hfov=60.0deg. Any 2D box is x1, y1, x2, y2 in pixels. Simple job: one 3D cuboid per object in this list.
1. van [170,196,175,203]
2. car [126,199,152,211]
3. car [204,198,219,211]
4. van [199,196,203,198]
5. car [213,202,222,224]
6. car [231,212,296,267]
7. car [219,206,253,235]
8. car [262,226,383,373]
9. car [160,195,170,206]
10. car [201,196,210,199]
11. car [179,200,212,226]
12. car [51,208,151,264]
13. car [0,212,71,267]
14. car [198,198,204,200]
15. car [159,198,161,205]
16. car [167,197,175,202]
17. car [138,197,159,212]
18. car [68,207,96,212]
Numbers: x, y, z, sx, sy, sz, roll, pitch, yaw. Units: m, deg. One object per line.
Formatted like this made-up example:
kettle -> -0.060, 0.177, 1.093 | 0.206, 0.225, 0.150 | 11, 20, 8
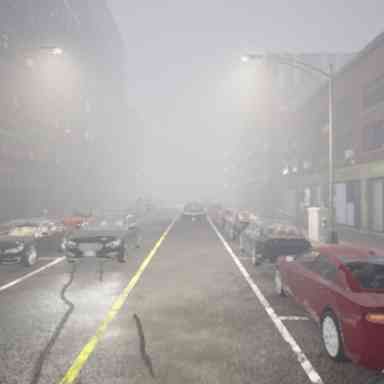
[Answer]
van -> -5.668, 1.714, 79.548 | 1.690, 1.788, 3.998 | 1, 0, 0
car -> -5.676, 1.719, 34.180 | 2.008, 1.369, 4.403 | 1, 0, 0
car -> 2.704, 1.740, 39.782 | 1.887, 1.381, 4.507 | 1, 0, 0
van -> 2.677, 1.639, 62.465 | 1.690, 1.788, 3.998 | 1, 0, 0
car -> 2.703, 1.659, 22.771 | 1.887, 1.381, 4.507 | 1, 0, 0
car -> 2.701, 1.610, 11.430 | 2.008, 1.369, 4.403 | 1, 0, 0
car -> 2.702, 1.638, 17.100 | 2.008, 1.369, 4.403 | 1, 0, 0
car -> 2.701, 1.575, 5.759 | 1.887, 1.381, 4.507 | 1, 0, 0
car -> -5.671, 1.738, 62.535 | 1.967, 1.590, 4.097 | 1, 0, 0
car -> 2.695, 1.773, 51.293 | 1.752, 1.417, 4.829 | 1, 0, 0
car -> 0.102, 1.613, 24.259 | 2.128, 1.511, 4.902 | 0, 0, 0
car -> -3.000, 1.554, 12.197 | 2.128, 1.511, 4.902 | 0, 0, 0
car -> -5.679, 1.610, 11.496 | 2.008, 1.369, 4.403 | 1, 0, 0
car -> 0.102, 1.765, 41.100 | 1.994, 1.385, 4.181 | 0, 0, 0
car -> -5.676, 1.803, 45.522 | 1.802, 1.307, 4.206 | 1, 0, 0
car -> -5.671, 1.966, 90.889 | 1.887, 1.381, 4.507 | 1, 0, 0
car -> -5.672, 1.510, 39.851 | 2.192, 1.841, 5.009 | 1, 0, 0
car -> -5.676, 1.527, 17.168 | 1.967, 1.590, 4.097 | 1, 0, 0
